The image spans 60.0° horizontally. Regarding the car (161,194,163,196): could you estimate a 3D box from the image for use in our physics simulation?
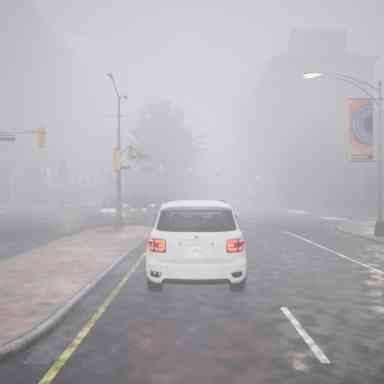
[{"bbox_3d":[-7.679,1.355,78.525,2.097,1.767,4.553,0,0,0],"label":"car"}]

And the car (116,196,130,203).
[{"bbox_3d":[-14.464,1.595,69.844,1.895,1.301,4.718,0,0,0],"label":"car"}]

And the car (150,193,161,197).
[{"bbox_3d":[-7.789,1.491,63.760,2.128,1.511,4.902,0,0,1],"label":"car"}]

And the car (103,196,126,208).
[{"bbox_3d":[-11.404,1.493,47.727,2.128,1.511,4.902,0,0,0],"label":"car"}]

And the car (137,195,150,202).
[{"bbox_3d":[-11.184,1.525,77.230,2.128,1.511,4.902,0,0,0],"label":"car"}]

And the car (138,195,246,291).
[{"bbox_3d":[0.108,1.221,9.121,2.150,2.045,5.566,0,0,1],"label":"car"}]

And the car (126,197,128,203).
[{"bbox_3d":[-11.302,1.601,61.930,1.895,1.301,4.718,0,0,1],"label":"car"}]

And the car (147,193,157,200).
[{"bbox_3d":[-11.121,1.210,92.560,2.150,2.045,5.566,0,0,0],"label":"car"}]

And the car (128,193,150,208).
[{"bbox_3d":[-7.611,1.222,48.396,2.150,2.045,5.566,0,0,-5],"label":"car"}]
